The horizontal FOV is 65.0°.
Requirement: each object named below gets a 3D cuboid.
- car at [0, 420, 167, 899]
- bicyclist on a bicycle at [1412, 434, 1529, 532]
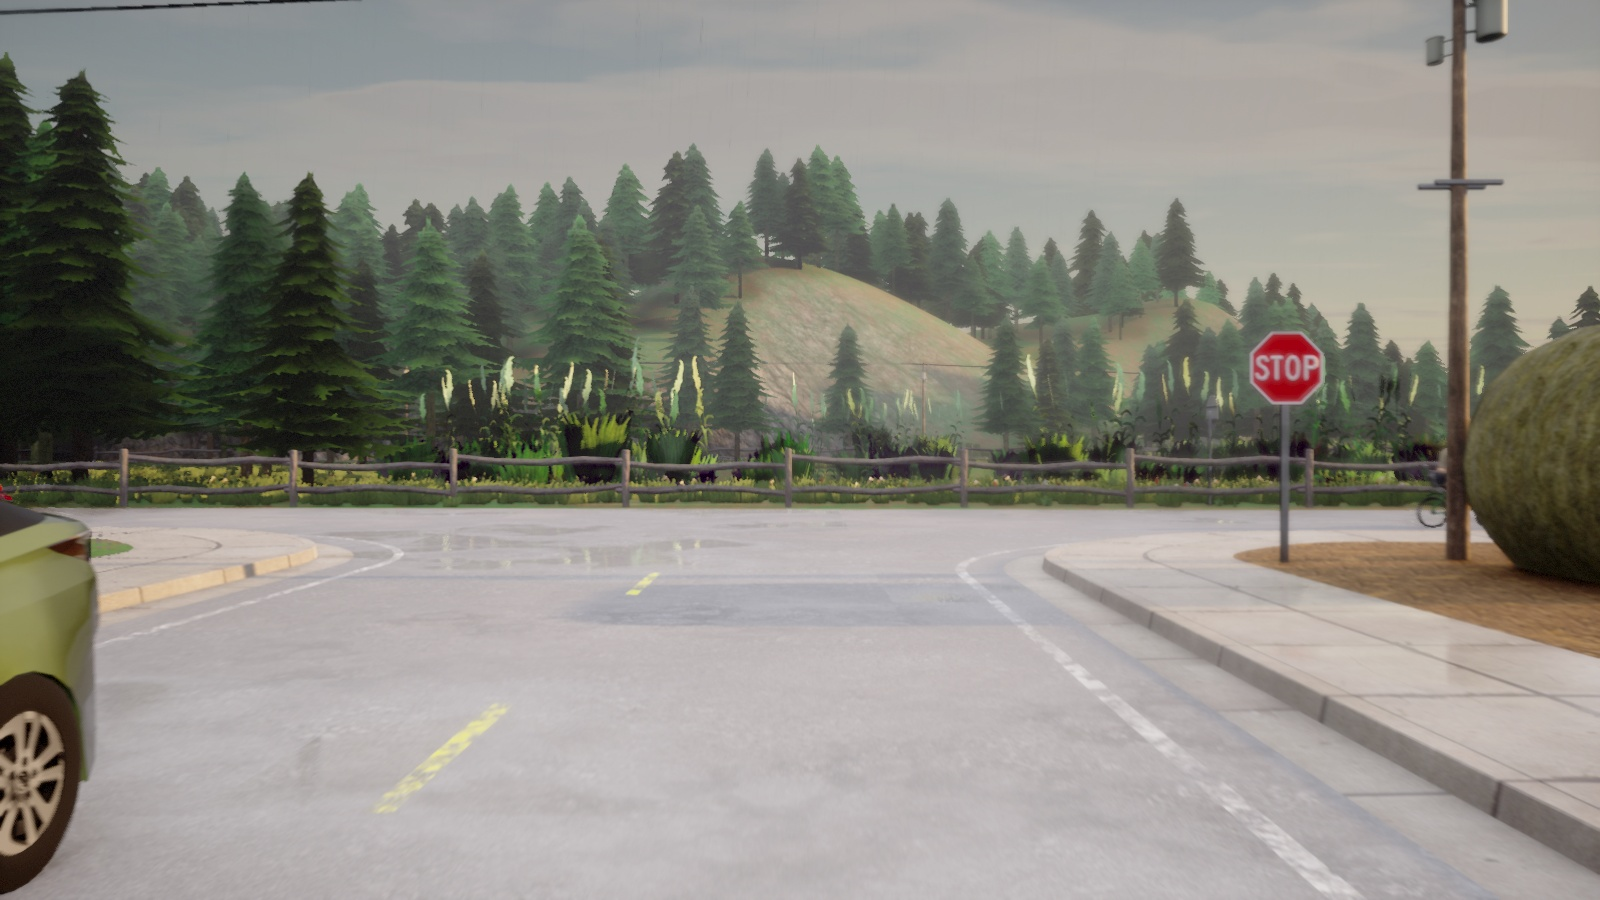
[{"bbox_3d":[-3.470,0.676,2.615,2.007,1.525,4.514,0,0,0],"label":"car"},{"bbox_3d":[11.230,0.539,21.076,1.509,1.612,0.866,0,0,3],"label":"bicyclist on a bicycle"}]
